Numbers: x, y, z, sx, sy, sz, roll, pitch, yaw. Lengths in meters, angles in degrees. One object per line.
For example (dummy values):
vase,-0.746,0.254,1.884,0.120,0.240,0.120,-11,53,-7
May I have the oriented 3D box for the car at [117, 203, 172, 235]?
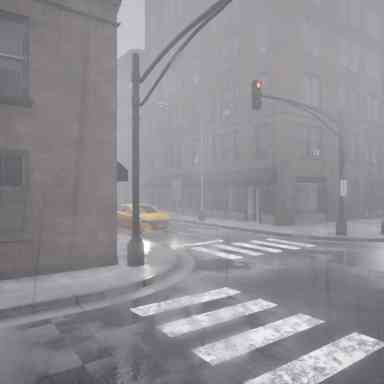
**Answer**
car,-2.939,1.382,18.388,1.882,1.535,5.008,0,0,-34
